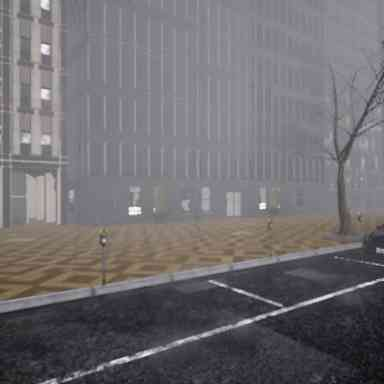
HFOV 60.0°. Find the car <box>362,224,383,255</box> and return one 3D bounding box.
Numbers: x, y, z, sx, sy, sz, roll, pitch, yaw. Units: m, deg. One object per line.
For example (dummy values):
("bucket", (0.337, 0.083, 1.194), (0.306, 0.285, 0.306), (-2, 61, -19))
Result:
("car", (8.100, 1.596, 12.348), (4.313, 1.339, 1.947), (0, 0, -36))
